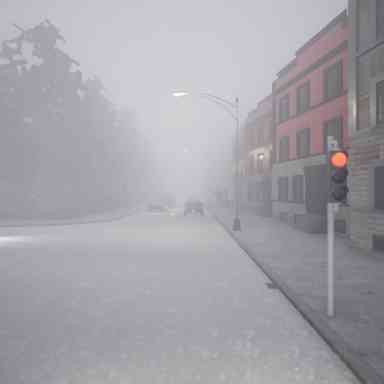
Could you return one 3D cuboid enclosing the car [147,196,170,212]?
[{"bbox_3d":[-4.095,1.547,39.352,2.033,1.411,5.357,0,0,0],"label":"car"}]

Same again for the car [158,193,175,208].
[{"bbox_3d":[-4.088,1.221,49.539,2.150,2.045,5.566,0,0,0],"label":"car"}]

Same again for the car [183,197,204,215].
[{"bbox_3d":[0.130,1.505,33.688,1.837,1.490,4.892,0,0,0],"label":"car"}]

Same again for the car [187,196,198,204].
[{"bbox_3d":[0.109,1.564,63.255,1.994,1.385,4.181,0,0,0],"label":"car"}]
